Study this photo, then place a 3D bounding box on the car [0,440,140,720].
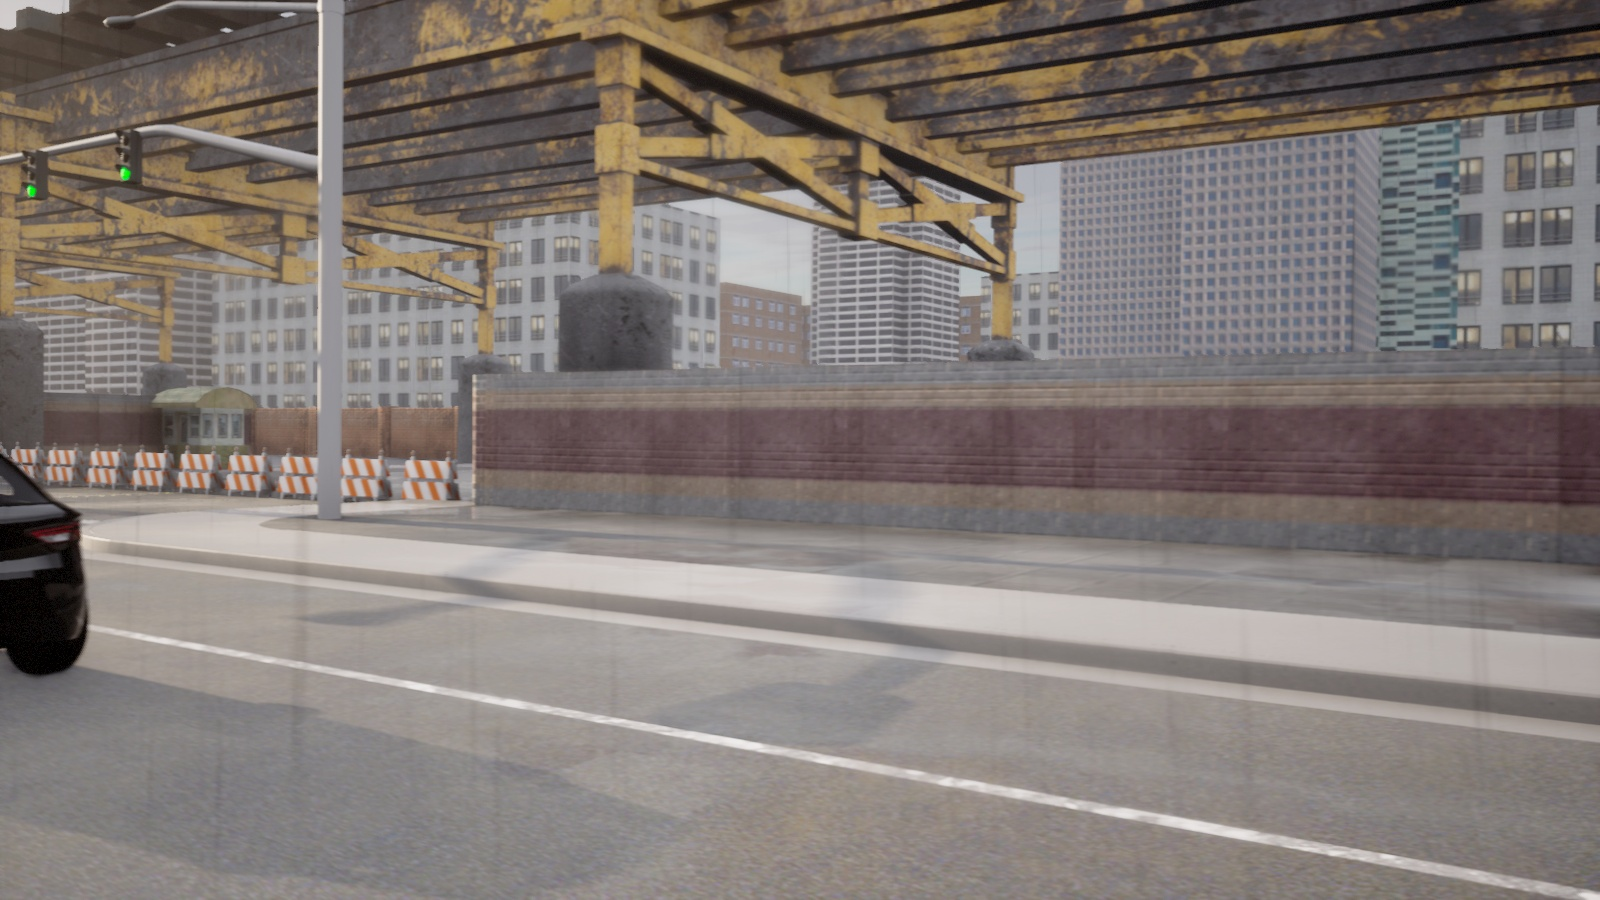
[{"bbox_3d":[-6.070,0.695,7.656,4.193,1.474,1.816,0,1,34],"label":"car"}]
